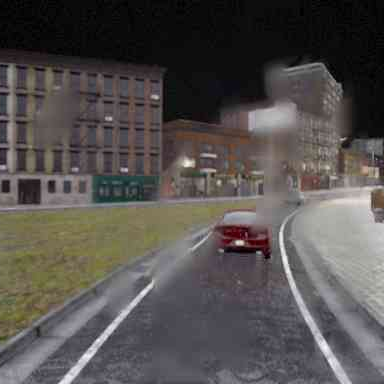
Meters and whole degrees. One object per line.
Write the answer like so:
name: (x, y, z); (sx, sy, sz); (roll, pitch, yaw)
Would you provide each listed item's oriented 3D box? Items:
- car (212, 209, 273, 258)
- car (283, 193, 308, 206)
car: (1.987, 1.360, 12.550); (1.882, 1.535, 5.008); (0, 1, 12)
car: (11.572, 0.793, 37.008); (1.994, 1.385, 4.181); (1, 3, 31)
